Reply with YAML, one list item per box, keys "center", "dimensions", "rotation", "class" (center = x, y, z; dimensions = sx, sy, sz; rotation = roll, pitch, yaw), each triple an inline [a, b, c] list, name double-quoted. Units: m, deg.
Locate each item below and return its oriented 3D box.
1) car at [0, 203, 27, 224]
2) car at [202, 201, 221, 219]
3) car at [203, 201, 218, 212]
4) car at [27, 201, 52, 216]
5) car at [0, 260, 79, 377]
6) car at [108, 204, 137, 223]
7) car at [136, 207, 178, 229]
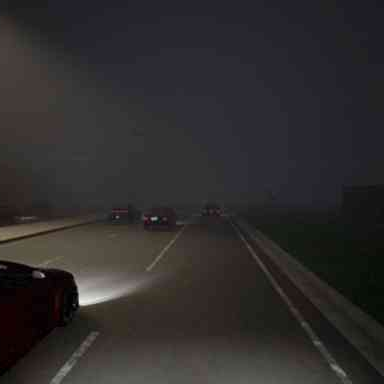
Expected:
- center: [-13.882, 1.628, 23.041]
  dimensions: [1.837, 1.490, 4.892]
  rotation: [0, 0, 4]
  class: "car"
- center: [1.943, 1.856, 33.245]
  dimensions: [2.033, 1.411, 5.357]
  rotation: [0, -1, 4]
  class: "car"
- center: [2.652, 1.992, 46.163]
  dimensions: [1.994, 1.385, 4.181]
  rotation: [0, 0, 4]
  class: "car"
- center: [-16.574, 1.725, 35.182]
  dimensions: [1.837, 1.490, 4.892]
  rotation: [0, -1, 4]
  class: "car"
- center: [-3.125, 1.587, 4.512]
  dimensions: [1.994, 1.385, 4.181]
  rotation: [0, -1, 2]
  class: "car"
- center: [-5.418, 1.703, 27.342]
  dimensions: [2.128, 1.511, 4.902]
  rotation: [0, -1, 3]
  class: "car"
- center: [-2.154, 1.743, 23.369]
  dimensions: [2.033, 1.411, 5.357]
  rotation: [0, -1, 3]
  class: "car"
